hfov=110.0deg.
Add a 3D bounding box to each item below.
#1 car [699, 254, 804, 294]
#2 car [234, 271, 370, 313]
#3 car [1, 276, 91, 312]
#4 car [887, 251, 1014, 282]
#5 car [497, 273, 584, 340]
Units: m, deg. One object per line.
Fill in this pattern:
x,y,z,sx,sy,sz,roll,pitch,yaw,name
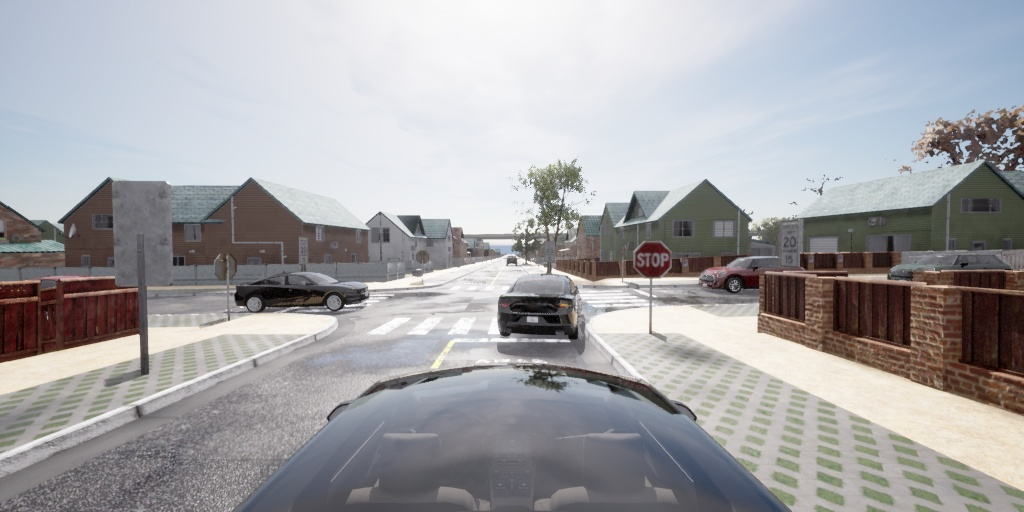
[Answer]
11.802,0.820,17.782,4.553,1.767,2.097,-1,2,0,car
-8.472,1.377,14.693,5.008,1.535,1.882,-1,2,0,car
-18.025,1.547,14.628,5.008,1.535,1.882,-1,2,0,car
21.697,0.646,17.856,4.553,1.767,2.097,-1,2,0,car
0.956,1.224,10.169,1.882,1.535,5.008,0,0,12,car
